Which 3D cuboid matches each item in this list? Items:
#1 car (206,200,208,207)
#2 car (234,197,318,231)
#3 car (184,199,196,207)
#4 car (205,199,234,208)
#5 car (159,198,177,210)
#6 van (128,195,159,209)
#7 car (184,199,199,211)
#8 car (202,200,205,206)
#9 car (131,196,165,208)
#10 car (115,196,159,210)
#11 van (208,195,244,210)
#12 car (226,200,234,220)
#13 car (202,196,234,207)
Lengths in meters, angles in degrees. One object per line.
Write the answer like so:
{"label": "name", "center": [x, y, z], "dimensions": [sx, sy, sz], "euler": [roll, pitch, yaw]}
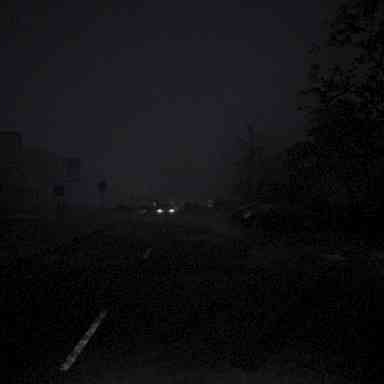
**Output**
{"label": "car", "center": [5.047, 1.681, 46.955], "dimensions": [5.366, 1.575, 1.946], "euler": [0, -1, 0]}
{"label": "car", "center": [5.114, 1.359, 20.197], "dimensions": [4.553, 1.767, 2.185], "euler": [0, 0, 0]}
{"label": "car", "center": [-0.398, 2.165, 64.572], "dimensions": [2.128, 1.511, 4.902], "euler": [0, -2, 2]}
{"label": "car", "center": [4.745, 1.953, 58.120], "dimensions": [4.892, 1.521, 2.231], "euler": [0, -2, -1]}
{"label": "car", "center": [-3.560, 1.673, 46.651], "dimensions": [1.882, 1.535, 5.008], "euler": [0, -1, 0]}
{"label": "van", "center": [-7.323, 1.532, 50.659], "dimensions": [4.442, 1.987, 1.878], "euler": [0, -1, -1]}
{"label": "car", "center": [-0.087, 1.599, 42.073], "dimensions": [1.882, 1.535, 5.008], "euler": [0, -1, -1]}
{"label": "car", "center": [4.760, 1.620, 55.336], "dimensions": [5.566, 2.045, 2.435], "euler": [0, -2, -1]}
{"label": "car", "center": [-7.472, 1.659, 56.849], "dimensions": [5.566, 2.045, 2.435], "euler": [0, -1, -1]}
{"label": "car", "center": [-7.571, 1.638, 44.698], "dimensions": [5.366, 1.575, 1.946], "euler": [0, -1, -1]}
{"label": "van", "center": [4.770, 1.410, 44.163], "dimensions": [4.442, 1.987, 1.878], "euler": [0, -1, -1]}
{"label": "car", "center": [5.040, 1.528, 23.367], "dimensions": [4.674, 1.452, 2.002], "euler": [0, 0, 0]}
{"label": "car", "center": [4.687, 1.781, 60.795], "dimensions": [5.566, 2.045, 2.435], "euler": [0, -2, -1]}
